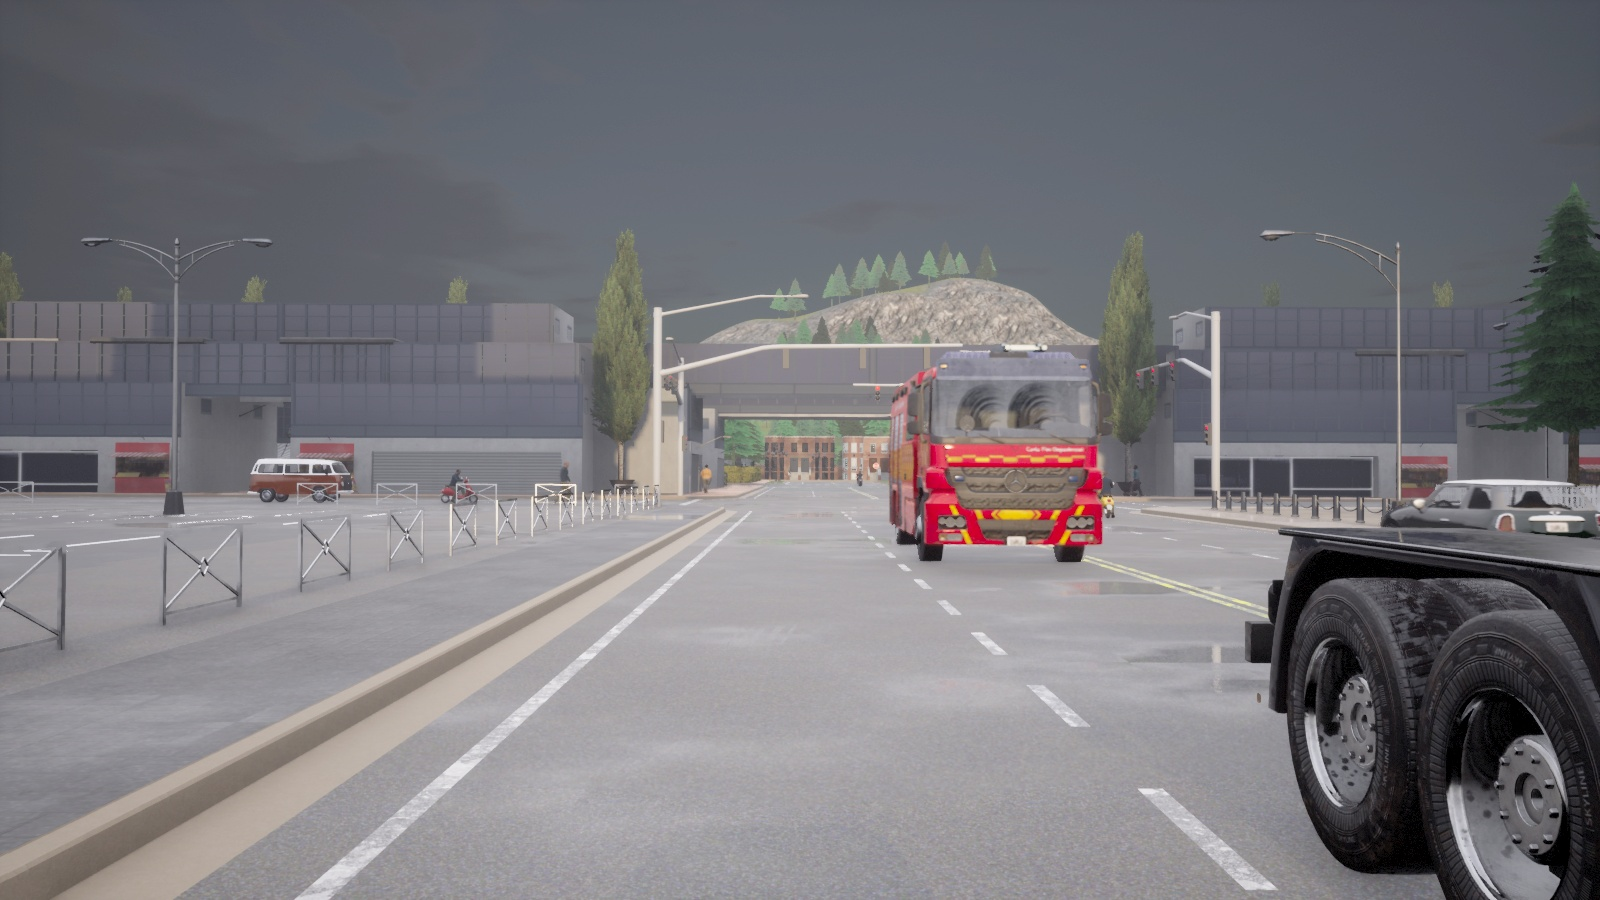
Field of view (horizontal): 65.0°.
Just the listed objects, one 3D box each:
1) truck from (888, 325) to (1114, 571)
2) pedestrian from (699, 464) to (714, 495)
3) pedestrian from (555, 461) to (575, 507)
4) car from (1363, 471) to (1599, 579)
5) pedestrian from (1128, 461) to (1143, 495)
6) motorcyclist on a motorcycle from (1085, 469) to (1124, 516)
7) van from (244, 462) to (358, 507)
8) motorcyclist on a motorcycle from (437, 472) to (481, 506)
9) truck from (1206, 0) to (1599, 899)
[{"bbox_3d":[3.443,0.036,23.893,2.891,3.827,8.468,0,-1,0],"label":"truck"},{"bbox_3d":[-5.689,1.779,76.585,0.874,1.855,0.900,0,-1,0],"label":"pedestrian"},{"bbox_3d":[-9.467,1.359,50.601,0.726,1.842,0.402,0,-1,0],"label":"pedestrian"},{"bbox_3d":[10.457,1.060,19.204,1.970,1.475,3.806,0,-1,0],"label":"car"},{"bbox_3d":[18.969,1.587,71.048,0.692,1.930,0.396,0,-1,-15],"label":"pedestrian"},{"bbox_3d":[10.405,1.447,43.000,0.866,1.590,1.817,0,-1,0],"label":"motorcyclist on a motorcycle"},{"bbox_3d":[-23.202,1.611,58.494,4.480,2.038,2.069,0,-1,1],"label":"van"},{"bbox_3d":[-15.840,1.808,58.317,1.817,1.590,0.866,0,-1,1],"label":"motorcyclist on a motorcycle"},{"bbox_3d":[3.496,-0.142,2.332,2.891,3.462,7.936,0,-1,0],"label":"truck"}]
